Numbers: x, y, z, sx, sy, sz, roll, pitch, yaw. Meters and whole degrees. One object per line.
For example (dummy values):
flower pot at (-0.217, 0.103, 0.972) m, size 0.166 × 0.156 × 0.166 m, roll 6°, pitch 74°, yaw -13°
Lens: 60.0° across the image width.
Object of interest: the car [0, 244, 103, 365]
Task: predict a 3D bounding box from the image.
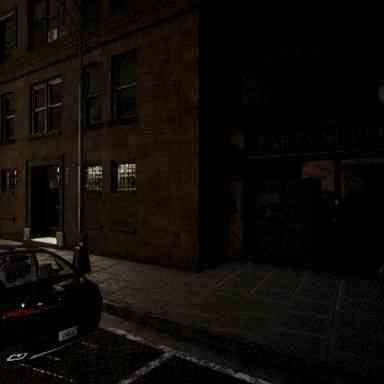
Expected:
car at (-3.334, 1.551, 5.470) m, size 4.403 × 1.369 × 2.008 m, roll 0°, pitch 0°, yaw 36°
